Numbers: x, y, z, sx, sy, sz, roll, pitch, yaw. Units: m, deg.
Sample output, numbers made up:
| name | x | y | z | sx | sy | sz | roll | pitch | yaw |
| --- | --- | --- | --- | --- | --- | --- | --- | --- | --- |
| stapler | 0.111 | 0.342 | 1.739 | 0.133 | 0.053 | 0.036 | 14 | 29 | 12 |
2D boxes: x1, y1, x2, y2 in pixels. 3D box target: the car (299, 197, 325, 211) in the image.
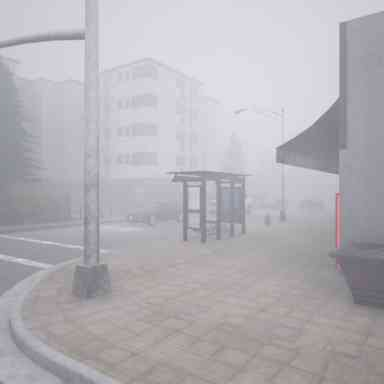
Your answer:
| name | x | y | z | sx | sy | sz | roll | pitch | yaw |
| --- | --- | --- | --- | --- | --- | --- | --- | --- | --- |
| car | 13.763 | 1.327 | 38.179 | 1.837 | 1.490 | 4.892 | 0 | 0 | 36 |

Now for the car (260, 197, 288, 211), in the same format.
| name | x | y | z | sx | sy | sz | roll | pitch | yaw |
| --- | --- | --- | --- | --- | --- | --- | --- | --- | --- |
| car | 9.532 | 1.299 | 38.548 | 1.882 | 1.535 | 5.008 | 0 | 0 | 36 |

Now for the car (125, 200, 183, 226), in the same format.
| name | x | y | z | sx | sy | sz | roll | pitch | yaw |
| --- | --- | --- | --- | --- | --- | --- | --- | --- | --- |
| car | -2.290 | 1.326 | 22.146 | 1.837 | 1.490 | 4.892 | 0 | 0 | 36 |

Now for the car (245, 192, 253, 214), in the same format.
| name | x | y | z | sx | sy | sz | roll | pitch | yaw |
| --- | --- | --- | --- | --- | --- | --- | --- | --- | --- |
| car | 3.592 | 1.043 | 30.331 | 2.150 | 2.045 | 5.566 | 0 | 0 | 36 |
